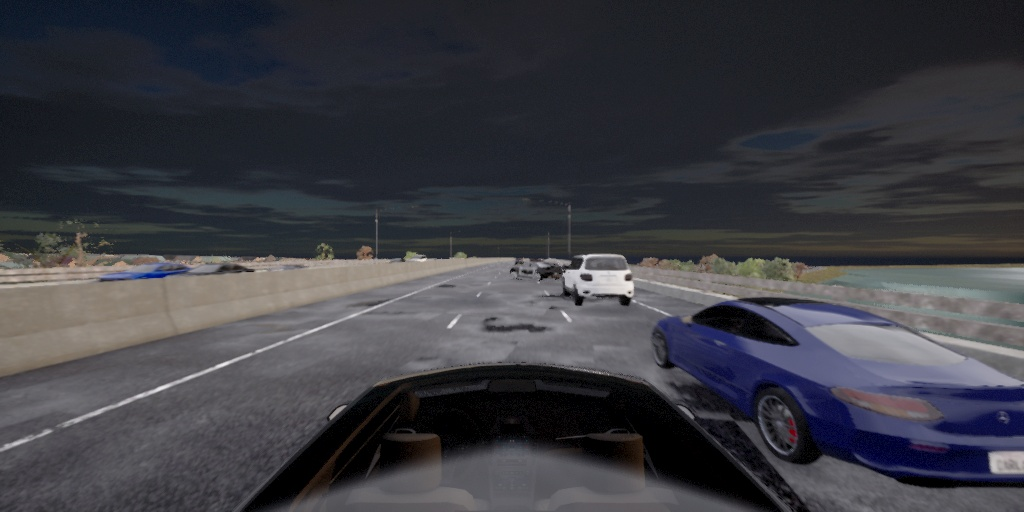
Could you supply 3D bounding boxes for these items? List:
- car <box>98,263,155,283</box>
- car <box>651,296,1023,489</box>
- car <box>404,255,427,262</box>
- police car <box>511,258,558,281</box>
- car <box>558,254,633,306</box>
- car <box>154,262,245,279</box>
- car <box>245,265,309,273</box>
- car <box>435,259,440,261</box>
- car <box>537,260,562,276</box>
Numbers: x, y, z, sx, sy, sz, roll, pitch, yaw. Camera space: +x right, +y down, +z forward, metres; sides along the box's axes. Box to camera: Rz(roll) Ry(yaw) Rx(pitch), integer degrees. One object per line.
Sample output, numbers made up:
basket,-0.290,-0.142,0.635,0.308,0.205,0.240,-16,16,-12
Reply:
car,-20.980,1.153,21.083,1.882,1.535,5.008,0,0,1
car,3.498,1.271,4.815,1.812,1.442,4.674,0,0,0
car,-16.450,0.877,62.861,2.150,2.045,5.566,0,0,2
police car,1.796,1.109,29.153,1.930,1.638,5.238,0,0,-36
car,3.551,0.937,15.767,2.150,2.045,5.566,0,0,0
car,-17.479,1.157,21.119,1.882,1.535,5.008,0,0,1
car,-13.962,1.245,22.367,1.994,1.385,4.181,0,0,1
car,-12.952,1.250,62.815,1.895,1.301,4.718,0,0,2
car,3.863,1.166,37.581,2.128,1.511,4.902,0,0,1
